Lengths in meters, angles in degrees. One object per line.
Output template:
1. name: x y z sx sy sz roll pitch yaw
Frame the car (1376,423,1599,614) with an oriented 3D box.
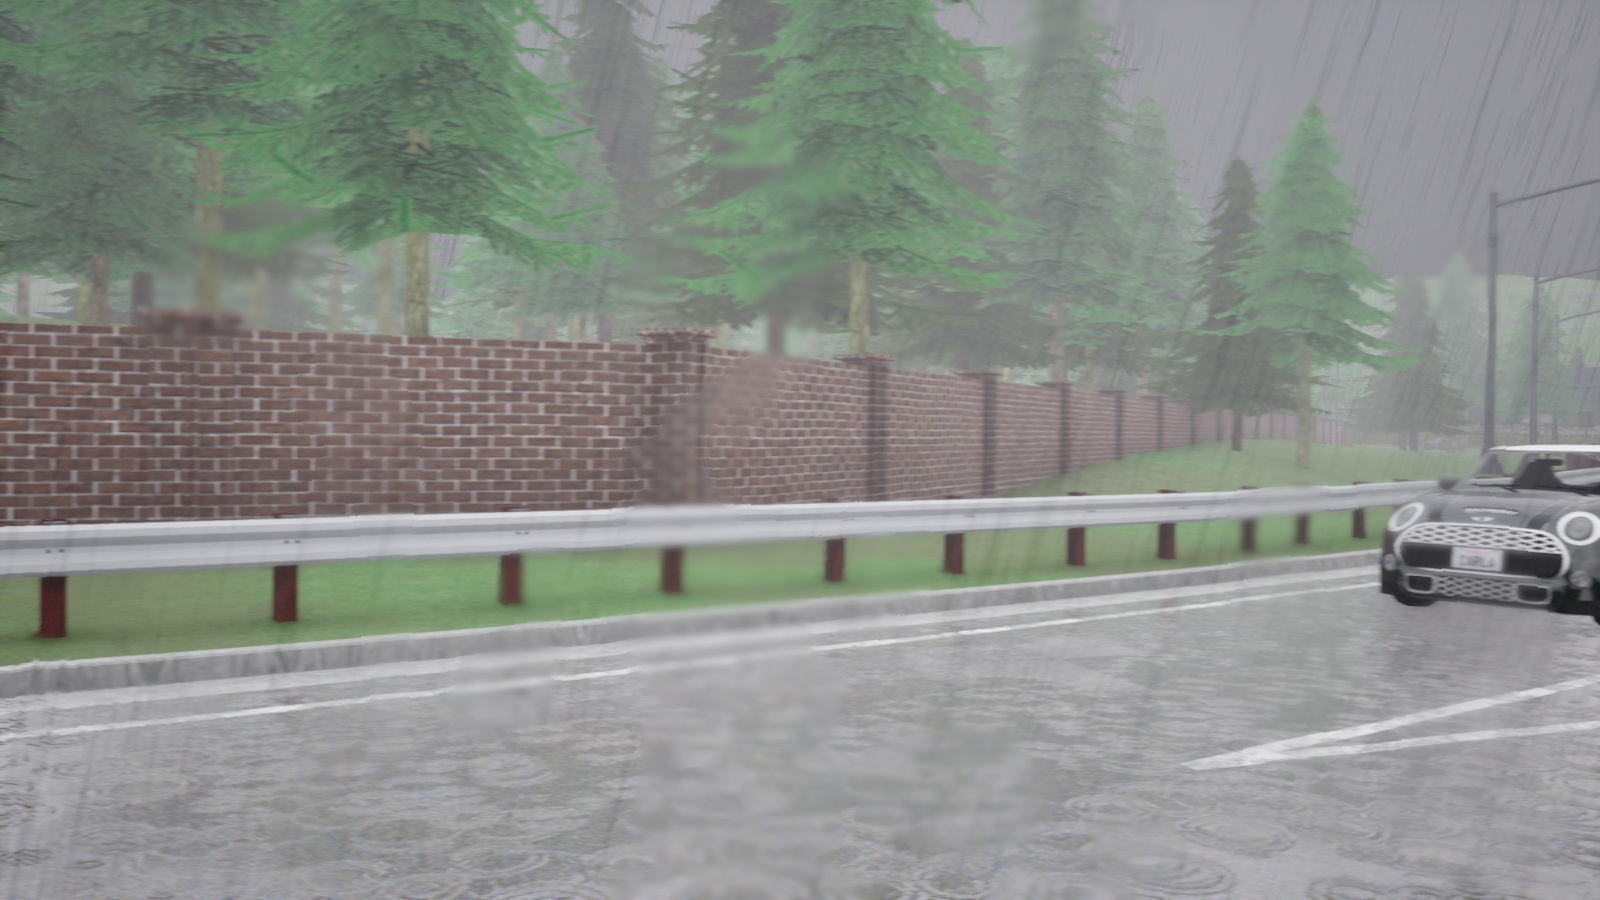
1. car: 7.179 0.495 11.531 3.806 1.475 1.970 -1 1 -40
